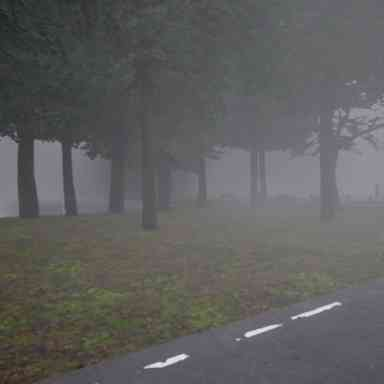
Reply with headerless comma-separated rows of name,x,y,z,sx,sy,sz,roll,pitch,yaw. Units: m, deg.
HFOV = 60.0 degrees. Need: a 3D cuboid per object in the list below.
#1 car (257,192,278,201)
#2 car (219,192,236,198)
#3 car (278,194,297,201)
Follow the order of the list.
car,13.645,0.832,63.994,2.097,1.767,4.553,-1,1,-35
car,8.199,0.746,76.305,1.994,1.385,4.181,-1,1,-36
car,17.361,1.025,63.622,2.033,1.411,5.357,-1,1,-36
